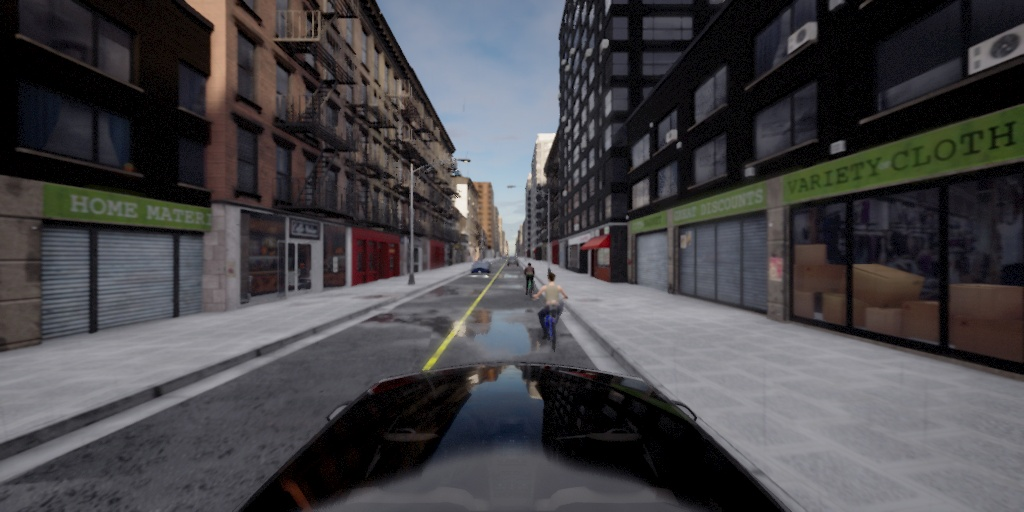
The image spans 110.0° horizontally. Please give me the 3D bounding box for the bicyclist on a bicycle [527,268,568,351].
[{"bbox_3d":[0.857,1.162,7.935,0.866,1.612,1.509,0,0,0],"label":"bicyclist on a bicycle"}]

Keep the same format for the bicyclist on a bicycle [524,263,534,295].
[{"bbox_3d":[0.836,1.136,16.907,0.582,1.620,1.656,0,0,0],"label":"bicyclist on a bicycle"}]

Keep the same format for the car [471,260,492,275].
[{"bbox_3d":[-3.070,1.106,36.757,2.033,1.411,5.357,0,0,0],"label":"car"}]

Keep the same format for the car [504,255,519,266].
[{"bbox_3d":[0.146,0.875,60.233,2.128,1.511,4.902,0,0,0],"label":"car"}]
